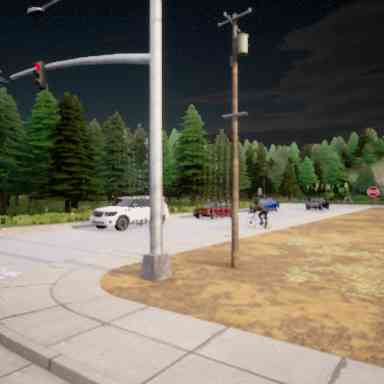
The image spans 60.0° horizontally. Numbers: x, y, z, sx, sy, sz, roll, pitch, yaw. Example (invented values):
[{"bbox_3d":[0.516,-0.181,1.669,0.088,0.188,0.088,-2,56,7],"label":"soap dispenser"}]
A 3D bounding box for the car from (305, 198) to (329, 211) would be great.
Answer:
[{"bbox_3d":[15.780,1.536,41.801,2.128,1.511,4.902,0,0,37],"label":"car"}]

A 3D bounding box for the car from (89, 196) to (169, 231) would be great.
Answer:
[{"bbox_3d":[-3.847,1.273,21.450,2.150,2.045,5.566,0,0,37],"label":"car"}]

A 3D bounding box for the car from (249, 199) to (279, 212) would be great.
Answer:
[{"bbox_3d":[8.232,1.528,37.719,1.882,1.535,5.008,0,0,37],"label":"car"}]

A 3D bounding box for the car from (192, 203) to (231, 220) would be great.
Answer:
[{"bbox_3d":[2.053,1.652,29.405,1.895,1.301,4.718,0,0,37],"label":"car"}]

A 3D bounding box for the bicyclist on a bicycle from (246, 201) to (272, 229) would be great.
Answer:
[{"bbox_3d":[3.872,1.340,19.297,1.656,1.620,0.582,0,0,37],"label":"bicyclist on a bicycle"}]
